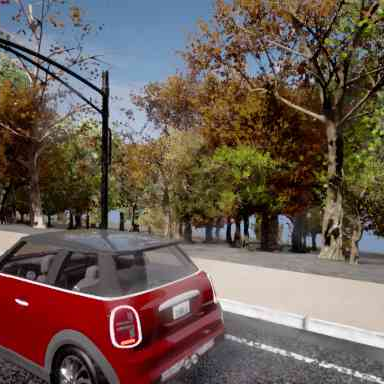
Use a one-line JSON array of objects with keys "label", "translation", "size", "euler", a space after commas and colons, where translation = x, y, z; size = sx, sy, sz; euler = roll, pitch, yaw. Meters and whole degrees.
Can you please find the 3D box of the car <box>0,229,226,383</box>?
[{"label": "car", "translation": [-1.848, 1.351, 5.004], "size": [4.553, 1.767, 2.097], "euler": [0, 0, 36]}]
